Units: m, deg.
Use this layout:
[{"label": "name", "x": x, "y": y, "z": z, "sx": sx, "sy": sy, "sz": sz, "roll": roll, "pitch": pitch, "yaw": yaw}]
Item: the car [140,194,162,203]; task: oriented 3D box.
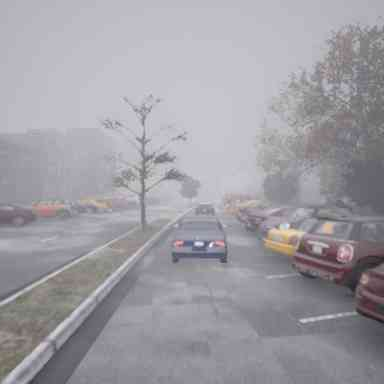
[{"label": "car", "x": -9.105, "y": 1.451, "z": 73.049, "sx": 4.553, "sy": 1.767, "sz": 2.185, "roll": -1, "pitch": 0, "yaw": -15}]

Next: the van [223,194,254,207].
[{"label": "van", "x": 7.399, "y": 1.311, "z": 52.749, "sx": 4.442, "sy": 1.987, "sz": 1.878, "roll": 1, "pitch": 0, "yaw": -16}]

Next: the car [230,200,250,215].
[{"label": "car", "x": 5.471, "y": 1.538, "z": 23.166, "sx": 4.792, "sy": 1.488, "sz": 2.163, "roll": 1, "pitch": 0, "yaw": -17}]

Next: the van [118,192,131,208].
[{"label": "van", "x": -11.161, "y": 1.317, "z": 46.112, "sx": 4.442, "sy": 1.987, "sz": 1.878, "roll": -1, "pitch": 0, "yaw": -16}]

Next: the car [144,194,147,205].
[{"label": "car", "x": -10.564, "y": 1.555, "z": 55.067, "sx": 5.008, "sy": 1.535, "sz": 2.097, "roll": -1, "pitch": 0, "yaw": -15}]

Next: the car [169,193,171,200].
[{"label": "car", "x": -8.392, "y": 1.625, "z": 82.065, "sx": 4.674, "sy": 1.452, "sz": 2.002, "roll": -1, "pitch": 0, "yaw": -15}]

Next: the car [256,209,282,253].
[{"label": "car", "x": 5.169, "y": 1.497, "z": 11.375, "sx": 5.366, "sy": 1.575, "sz": 1.946, "roll": 1, "pitch": 0, "yaw": -18}]

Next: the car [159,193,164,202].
[{"label": "car", "x": -9.356, "y": 1.322, "z": 70.064, "sx": 5.566, "sy": 2.045, "sz": 2.435, "roll": -1, "pitch": 0, "yaw": -15}]

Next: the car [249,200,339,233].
[{"label": "car", "x": 5.111, "y": 1.375, "z": 14.280, "sx": 4.553, "sy": 1.767, "sz": 2.185, "roll": 1, "pitch": 0, "yaw": -18}]

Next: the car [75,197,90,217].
[{"label": "car", "x": -12.356, "y": 1.524, "z": 31.045, "sx": 4.892, "sy": 1.521, "sz": 2.231, "roll": -1, "pitch": 0, "yaw": -16}]

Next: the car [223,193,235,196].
[{"label": "car", "x": 6.616, "y": 1.275, "z": 40.927, "sx": 5.566, "sy": 2.045, "sz": 2.435, "roll": 1, "pitch": 0, "yaw": -16}]

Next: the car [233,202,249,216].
[{"label": "car", "x": 5.273, "y": 1.535, "z": 20.178, "sx": 4.792, "sy": 1.488, "sz": 2.163, "roll": 1, "pitch": 0, "yaw": -17}]

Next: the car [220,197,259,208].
[{"label": "car", "x": 7.096, "y": 1.530, "z": 49.765, "sx": 5.366, "sy": 1.575, "sz": 1.946, "roll": 1, "pitch": 0, "yaw": -16}]

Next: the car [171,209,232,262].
[{"label": "car", "x": 0.288, "y": 1.563, "z": 12.202, "sx": 2.033, "sy": 1.411, "sz": 5.357, "roll": 0, "pitch": 0, "yaw": 2}]

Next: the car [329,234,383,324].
[{"label": "car", "x": 4.872, "y": 1.532, "z": 5.393, "sx": 4.674, "sy": 1.452, "sz": 2.002, "roll": 1, "pitch": 0, "yaw": -19}]

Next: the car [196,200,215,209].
[{"label": "car", "x": 1.360, "y": 1.567, "z": 33.925, "sx": 1.812, "sy": 1.442, "sz": 4.674, "roll": 0, "pitch": 0, "yaw": 4}]

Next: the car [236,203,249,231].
[{"label": "car", "x": 5.174, "y": 1.502, "z": 17.235, "sx": 5.008, "sy": 1.535, "sz": 2.097, "roll": 1, "pitch": 0, "yaw": -18}]

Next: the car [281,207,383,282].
[{"label": "car", "x": 4.897, "y": 1.369, "z": 8.346, "sx": 4.553, "sy": 1.767, "sz": 2.185, "roll": 1, "pitch": 0, "yaw": -19}]

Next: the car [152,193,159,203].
[{"label": "car", "x": -9.831, "y": 1.314, "z": 64.068, "sx": 5.566, "sy": 2.045, "sz": 2.435, "roll": -1, "pitch": 0, "yaw": -15}]

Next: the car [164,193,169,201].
[{"label": "car", "x": -8.646, "y": 1.585, "z": 79.050, "sx": 5.008, "sy": 1.535, "sz": 2.097, "roll": -1, "pitch": 0, "yaw": -15}]

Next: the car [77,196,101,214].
[{"label": "car", "x": -12.176, "y": 1.528, "z": 34.059, "sx": 5.008, "sy": 1.535, "sz": 2.097, "roll": -1, "pitch": 0, "yaw": -16}]

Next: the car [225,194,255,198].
[{"label": "car", "x": 5.926, "y": 1.391, "z": 32.022, "sx": 4.553, "sy": 1.767, "sz": 2.185, "roll": 1, "pitch": 0, "yaw": -16}]

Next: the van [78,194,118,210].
[{"label": "van", "x": -11.623, "y": 1.309, "z": 40.105, "sx": 4.442, "sy": 1.987, "sz": 1.878, "roll": -1, "pitch": 0, "yaw": -16}]

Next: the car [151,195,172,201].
[{"label": "car", "x": -8.073, "y": 1.569, "z": 88.034, "sx": 5.366, "sy": 1.575, "sz": 1.946, "roll": -1, "pitch": 0, "yaw": -15}]

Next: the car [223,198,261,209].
[{"label": "car", "x": 7.072, "y": 1.562, "z": 46.861, "sx": 4.792, "sy": 1.488, "sz": 2.163, "roll": 1, "pitch": 0, "yaw": -16}]

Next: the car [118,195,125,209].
[{"label": "car", "x": -11.529, "y": 1.570, "z": 43.062, "sx": 4.792, "sy": 1.488, "sz": 2.163, "roll": -1, "pitch": 0, "yaw": -16}]

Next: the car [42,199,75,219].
[{"label": "car", "x": -12.533, "y": 1.393, "z": 28.031, "sx": 4.553, "sy": 1.767, "sz": 2.185, "roll": -1, "pitch": 0, "yaw": -17}]

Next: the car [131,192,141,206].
[{"label": "car", "x": -10.826, "y": 1.301, "z": 52.060, "sx": 5.566, "sy": 2.045, "sz": 2.435, "roll": -1, "pitch": 0, "yaw": -16}]

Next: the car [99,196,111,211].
[{"label": "car", "x": -12.130, "y": 1.532, "z": 37.007, "sx": 5.366, "sy": 1.575, "sz": 1.946, "roll": -1, "pitch": 0, "yaw": -16}]

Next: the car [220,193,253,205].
[{"label": "car", "x": 8.231, "y": 1.297, "z": 61.698, "sx": 5.566, "sy": 2.045, "sz": 2.435, "roll": 1, "pitch": 0, "yaw": -16}]

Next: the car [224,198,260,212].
[{"label": "car", "x": 5.759, "y": 1.514, "z": 29.070, "sx": 5.008, "sy": 1.535, "sz": 2.097, "roll": 1, "pitch": 0, "yaw": -16}]

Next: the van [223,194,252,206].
[{"label": "van", "x": 7.629, "y": 1.314, "z": 55.719, "sx": 4.442, "sy": 1.987, "sz": 1.878, "roll": 1, "pitch": 0, "yaw": -15}]

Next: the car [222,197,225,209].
[{"label": "car", "x": 6.149, "y": 1.521, "z": 34.991, "sx": 4.892, "sy": 1.521, "sz": 2.231, "roll": 1, "pitch": 0, "yaw": -16}]

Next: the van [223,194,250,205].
[{"label": "van", "x": 7.859, "y": 1.317, "z": 58.687, "sx": 4.442, "sy": 1.987, "sz": 1.878, "roll": 1, "pitch": 0, "yaw": -15}]

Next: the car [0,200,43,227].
[{"label": "car", "x": -12.878, "y": 1.509, "z": 21.993, "sx": 5.008, "sy": 1.535, "sz": 2.097, "roll": -1, "pitch": 0, "yaw": -17}]

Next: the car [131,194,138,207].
[{"label": "car", "x": -11.036, "y": 1.548, "z": 49.075, "sx": 5.008, "sy": 1.535, "sz": 2.097, "roll": -1, "pitch": 0, "yaw": -15}]

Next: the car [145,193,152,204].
[{"label": "car", "x": -10.354, "y": 1.308, "z": 58.050, "sx": 5.566, "sy": 2.045, "sz": 2.435, "roll": -1, "pitch": 0, "yaw": -16}]

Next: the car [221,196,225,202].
[{"label": "car", "x": 6.189, "y": 1.518, "z": 37.897, "sx": 5.366, "sy": 1.575, "sz": 1.946, "roll": 1, "pitch": 0, "yaw": -16}]
